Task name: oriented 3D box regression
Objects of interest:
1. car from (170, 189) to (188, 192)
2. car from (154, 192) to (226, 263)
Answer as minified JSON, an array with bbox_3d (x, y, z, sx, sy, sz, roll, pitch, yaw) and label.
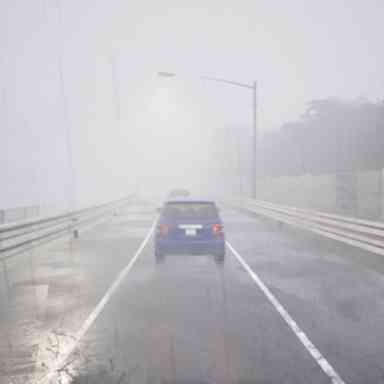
[{"bbox_3d":[-1.364,0.653,33.405,2.150,2.045,5.566,0,2,-5],"label":"car"},{"bbox_3d":[-0.119,1.172,11.935,2.150,2.045,5.566,0,1,-2],"label":"car"}]
